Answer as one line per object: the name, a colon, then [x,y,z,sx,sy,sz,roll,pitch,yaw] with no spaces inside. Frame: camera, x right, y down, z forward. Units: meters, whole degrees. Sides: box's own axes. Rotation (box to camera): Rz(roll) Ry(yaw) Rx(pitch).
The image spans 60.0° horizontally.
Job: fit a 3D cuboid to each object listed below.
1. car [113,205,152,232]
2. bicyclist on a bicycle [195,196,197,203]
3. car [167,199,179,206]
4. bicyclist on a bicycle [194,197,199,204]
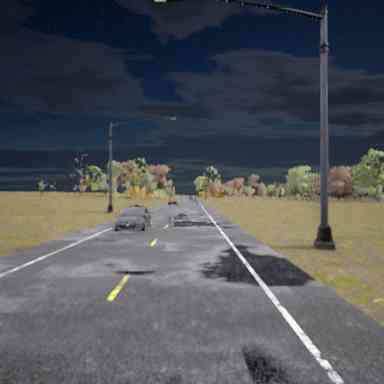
car: [-3.605,1.614,20.965,1.837,1.490,4.892,0,0,0]
bicyclist on a bicycle: [0.941,1.847,78.622,0.582,1.620,1.656,0,-1,0]
car: [-3.542,1.915,62.173,1.895,1.301,4.718,0,0,1]
bicyclist on a bicycle: [0.939,1.788,69.621,0.866,1.612,1.509,0,0,0]
